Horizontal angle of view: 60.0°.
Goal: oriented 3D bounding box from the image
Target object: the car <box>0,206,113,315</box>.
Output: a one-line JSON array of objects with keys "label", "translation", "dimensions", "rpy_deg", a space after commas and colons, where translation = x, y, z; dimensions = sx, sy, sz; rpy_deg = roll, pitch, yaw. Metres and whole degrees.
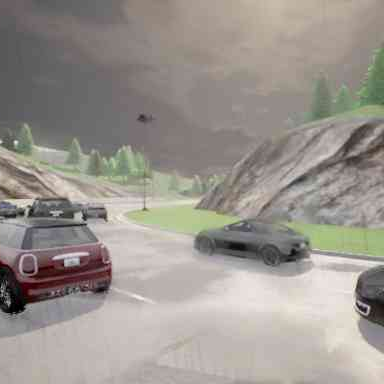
[{"label": "car", "translation": [-3.863, 1.391, 8.019], "dimensions": [4.553, 1.767, 2.097], "rpy_deg": [0, -1, 45]}]

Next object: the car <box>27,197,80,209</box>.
[{"label": "car", "translation": [-8.469, 1.319, 19.877], "dimensions": [2.150, 2.045, 5.566], "rpy_deg": [0, 0, -29]}]

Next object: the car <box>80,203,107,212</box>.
[{"label": "car", "translation": [-8.271, 1.646, 28.208], "dimensions": [2.128, 1.511, 4.902], "rpy_deg": [0, 0, -20]}]

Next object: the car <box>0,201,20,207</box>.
[{"label": "car", "translation": [-15.740, 1.724, 28.752], "dimensions": [1.895, 1.301, 4.718], "rpy_deg": [0, 0, -16]}]

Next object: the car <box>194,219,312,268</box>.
[{"label": "car", "translation": [2.054, 1.657, 11.896], "dimensions": [4.181, 1.385, 1.994], "rpy_deg": [0, 0, 43]}]

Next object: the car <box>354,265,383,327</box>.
[{"label": "car", "translation": [5.093, 1.563, 4.877], "dimensions": [4.892, 1.490, 1.837], "rpy_deg": [-1, 0, 34]}]

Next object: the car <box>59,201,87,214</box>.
[{"label": "car", "translation": [-13.778, 1.764, 38.766], "dimensions": [1.994, 1.385, 4.181], "rpy_deg": [0, 0, -4]}]
